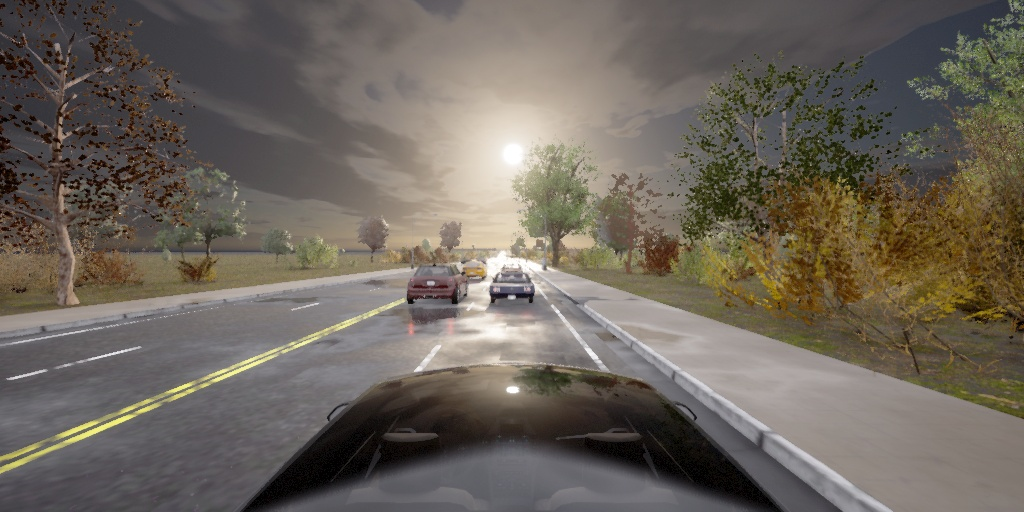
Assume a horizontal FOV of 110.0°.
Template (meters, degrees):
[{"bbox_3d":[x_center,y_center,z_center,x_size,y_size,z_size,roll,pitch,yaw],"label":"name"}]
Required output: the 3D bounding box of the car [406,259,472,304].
[{"bbox_3d":[-3.250,1.110,16.473,2.097,1.767,4.553,0,0,0],"label":"car"}]

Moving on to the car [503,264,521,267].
[{"bbox_3d":[0.000,1.346,31.534,1.895,1.301,4.718,0,0,0],"label":"car"}]

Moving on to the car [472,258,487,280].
[{"bbox_3d":[-3.250,1.215,31.504,1.882,1.535,5.008,0,0,0],"label":"car"}]

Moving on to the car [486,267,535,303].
[{"bbox_3d":[0.000,1.360,16.533,1.895,1.301,4.718,0,0,0],"label":"car"}]
